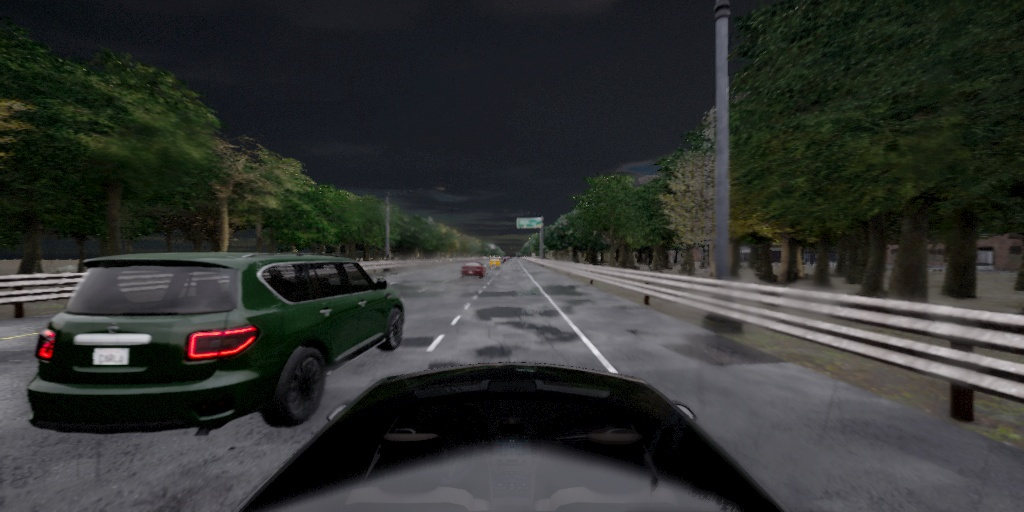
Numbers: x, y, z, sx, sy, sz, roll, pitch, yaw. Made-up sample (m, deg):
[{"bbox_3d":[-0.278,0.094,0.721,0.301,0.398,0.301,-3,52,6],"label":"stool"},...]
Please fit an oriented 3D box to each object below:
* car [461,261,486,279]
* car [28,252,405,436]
[{"bbox_3d":[-3.454,1.240,32.925,1.882,1.535,5.008,0,0,0],"label":"car"},{"bbox_3d":[-3.502,0.972,5.817,2.150,2.045,5.566,0,0,0],"label":"car"}]
